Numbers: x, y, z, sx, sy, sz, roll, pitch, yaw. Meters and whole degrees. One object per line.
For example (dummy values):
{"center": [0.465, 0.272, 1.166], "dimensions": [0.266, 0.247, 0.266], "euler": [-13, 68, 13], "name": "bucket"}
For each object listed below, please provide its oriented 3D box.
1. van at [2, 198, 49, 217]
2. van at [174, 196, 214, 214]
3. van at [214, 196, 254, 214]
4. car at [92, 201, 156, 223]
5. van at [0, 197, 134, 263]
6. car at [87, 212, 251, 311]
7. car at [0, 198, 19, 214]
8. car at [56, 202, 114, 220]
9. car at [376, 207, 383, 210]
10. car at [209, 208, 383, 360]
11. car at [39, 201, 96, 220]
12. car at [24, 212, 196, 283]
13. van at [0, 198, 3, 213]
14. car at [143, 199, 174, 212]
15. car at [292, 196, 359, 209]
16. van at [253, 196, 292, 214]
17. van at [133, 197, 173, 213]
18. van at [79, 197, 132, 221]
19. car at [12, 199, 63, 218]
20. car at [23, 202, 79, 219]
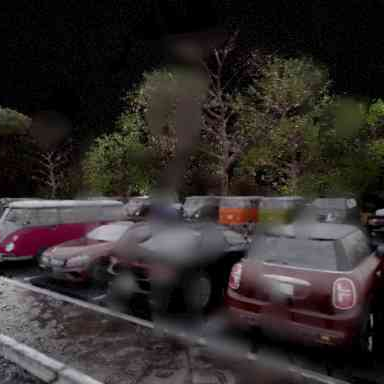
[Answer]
{"center": [-18.945, 1.687, 38.033], "dimensions": [1.878, 1.987, 4.442], "euler": [-1, -1, 36], "name": "van"}
{"center": [1.064, 1.279, 23.415], "dimensions": [1.878, 1.987, 4.442], "euler": [-1, 0, 36], "name": "van"}
{"center": [3.559, 1.276, 21.914], "dimensions": [1.878, 1.987, 4.442], "euler": [0, 0, 36], "name": "van"}
{"center": [-5.606, 1.626, 28.108], "dimensions": [1.946, 1.575, 5.366], "euler": [-1, -1, 36], "name": "car"}
{"center": [-4.310, 1.278, 11.175], "dimensions": [1.878, 1.987, 4.442], "euler": [0, 0, 36], "name": "van"}
{"center": [0.269, 1.498, 8.032], "dimensions": [2.097, 1.535, 5.008], "euler": [0, 0, 36], "name": "car"}
{"center": [-25.750, 1.812, 42.798], "dimensions": [2.435, 2.045, 5.566], "euler": [-2, -1, 36], "name": "car"}
{"center": [-10.006, 1.725, 31.480], "dimensions": [2.231, 1.521, 4.892], "euler": [-1, -1, 36], "name": "car"}
{"center": [10.245, 1.494, 16.975], "dimensions": [2.097, 1.535, 5.008], "euler": [0, 0, 36], "name": "car"}
{"center": [2.511, 1.369, 6.394], "dimensions": [2.185, 1.767, 4.553], "euler": [0, 0, 36], "name": "car"}
{"center": [-12.257, 1.771, 33.093], "dimensions": [2.097, 1.535, 5.008], "euler": [-1, -1, 36], "name": "car"}
{"center": [-1.983, 1.541, 9.655], "dimensions": [2.002, 1.452, 4.674], "euler": [0, 0, 36], "name": "car"}
{"center": [-28.048, 1.903, 44.554], "dimensions": [1.878, 1.987, 4.442], "euler": [-2, -1, 36], "name": "van"}
{"center": [-0.993, 1.534, 25.038], "dimensions": [2.097, 1.535, 5.008], "euler": [-1, -1, 36], "name": "car"}
{"center": [7.878, 1.245, 18.642], "dimensions": [2.435, 2.045, 5.566], "euler": [0, 0, 36], "name": "car"}
{"center": [5.710, 1.274, 20.374], "dimensions": [1.878, 1.987, 4.442], "euler": [0, 0, 36], "name": "van"}
{"center": [-3.319, 1.356, 26.554], "dimensions": [1.878, 1.987, 4.442], "euler": [-1, -1, 36], "name": "van"}
{"center": [-7.686, 1.451, 29.969], "dimensions": [1.878, 1.987, 4.442], "euler": [-1, -1, 36], "name": "van"}
{"center": [-16.779, 1.740, 36.299], "dimensions": [2.185, 1.767, 4.553], "euler": [-1, -1, 36], "name": "car"}
{"center": [-14.611, 1.820, 34.779], "dimensions": [2.097, 1.535, 5.008], "euler": [-1, -1, 36], "name": "car"}
